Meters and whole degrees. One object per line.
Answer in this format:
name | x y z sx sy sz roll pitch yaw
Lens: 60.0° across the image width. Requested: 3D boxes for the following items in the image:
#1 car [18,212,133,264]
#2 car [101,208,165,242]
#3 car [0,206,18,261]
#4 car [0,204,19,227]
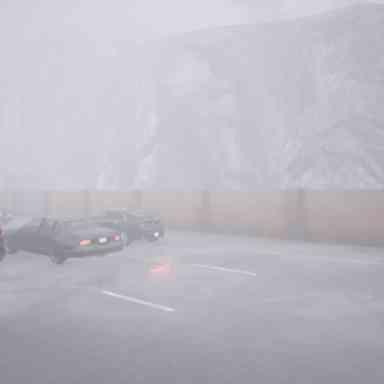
car | -4.801 1.547 11.830 5.357 1.411 2.033 0 0 36
car | -3.427 1.507 15.160 4.892 1.490 1.837 0 0 36
car | -7.464 1.218 9.435 5.566 2.045 2.150 0 0 36
car | -14.457 1.545 23.202 5.357 1.411 2.033 0 0 36
